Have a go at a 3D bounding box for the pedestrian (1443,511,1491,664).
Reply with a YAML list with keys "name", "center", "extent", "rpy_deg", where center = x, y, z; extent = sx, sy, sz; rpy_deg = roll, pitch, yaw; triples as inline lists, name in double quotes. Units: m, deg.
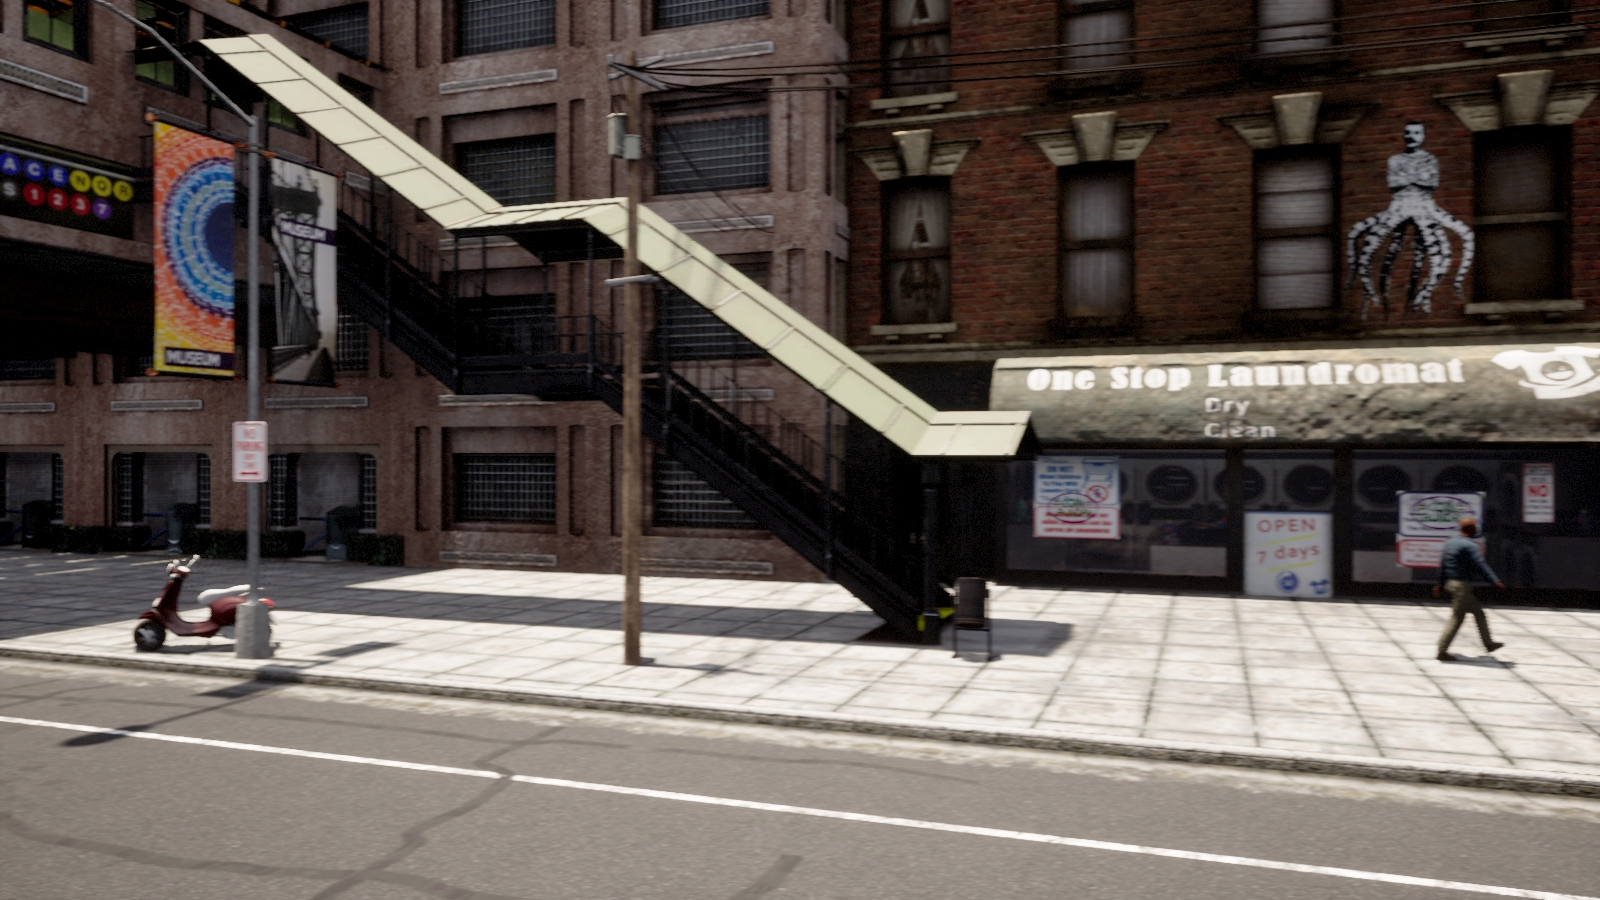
- name: "pedestrian"
  center: [8.295, 1.696, 14.221]
  extent: [0.375, 1.860, 0.375]
  rpy_deg: [0, 0, 0]
